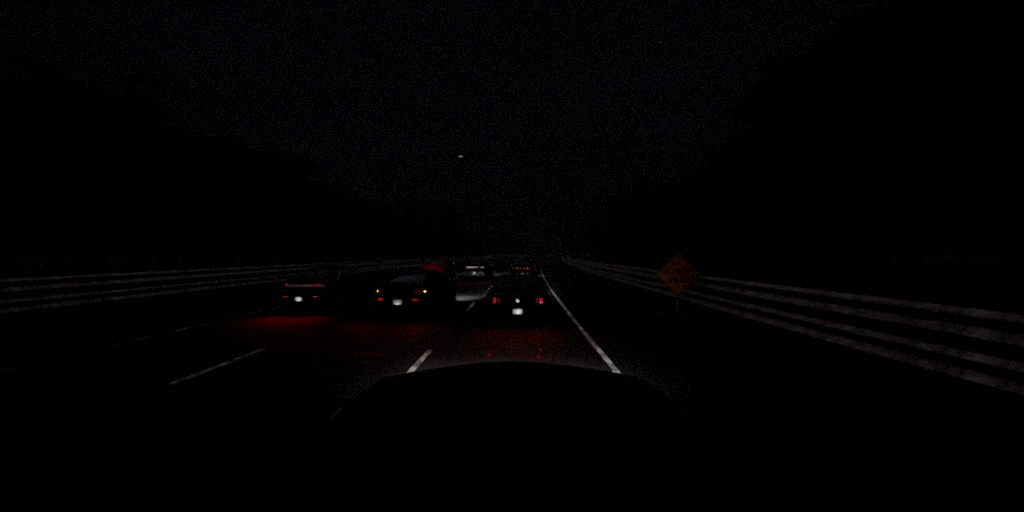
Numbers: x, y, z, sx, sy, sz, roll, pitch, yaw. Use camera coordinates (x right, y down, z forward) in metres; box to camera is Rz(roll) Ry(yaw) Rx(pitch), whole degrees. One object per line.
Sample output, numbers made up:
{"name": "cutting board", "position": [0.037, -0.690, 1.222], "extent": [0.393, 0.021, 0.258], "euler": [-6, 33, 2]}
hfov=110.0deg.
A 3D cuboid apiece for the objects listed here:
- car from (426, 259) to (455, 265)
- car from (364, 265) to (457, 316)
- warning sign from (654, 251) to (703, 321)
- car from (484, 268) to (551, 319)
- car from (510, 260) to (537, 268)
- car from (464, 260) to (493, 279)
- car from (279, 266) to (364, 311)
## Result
{"name": "car", "position": [-6.013, 0.987, 30.376], "extent": [1.882, 1.535, 5.008], "euler": [0, 0, 3]}
{"name": "car", "position": [-3.247, 1.184, 12.752], "extent": [1.812, 1.442, 4.674], "euler": [0, 0, 2]}
{"name": "warning sign", "position": [4.652, 0.801, 10.108], "extent": [1.300, 1.860, 1.060], "euler": [0, 0, 1]}
{"name": "car", "position": [0.240, 1.264, 12.324], "extent": [1.895, 1.301, 4.718], "euler": [0, 0, 2]}
{"name": "car", "position": [0.896, 1.036, 28.623], "extent": [1.837, 1.490, 4.892], "euler": [0, 1, 3]}
{"name": "car", "position": [-2.608, 1.019, 28.651], "extent": [2.128, 1.511, 4.902], "euler": [0, 1, 3]}
{"name": "car", "position": [-6.710, 1.137, 13.827], "extent": [2.128, 1.511, 4.902], "euler": [0, 1, 2]}
